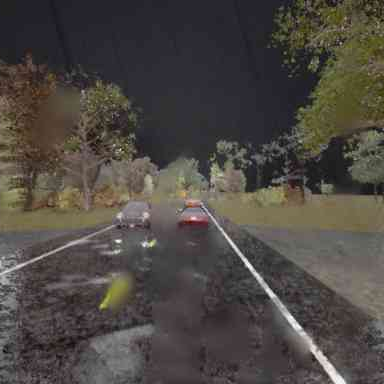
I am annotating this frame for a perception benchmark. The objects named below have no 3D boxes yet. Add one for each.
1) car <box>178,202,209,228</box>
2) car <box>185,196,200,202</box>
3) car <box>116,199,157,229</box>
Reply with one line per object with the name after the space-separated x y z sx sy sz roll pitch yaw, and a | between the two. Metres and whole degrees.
0.107 1.590 22.507 1.994 1.385 4.181 0 0 0 | car
0.113 1.405 46.447 2.097 1.767 4.553 0 0 0 | car
-3.498 1.375 21.620 2.097 1.767 4.553 0 0 0 | car
